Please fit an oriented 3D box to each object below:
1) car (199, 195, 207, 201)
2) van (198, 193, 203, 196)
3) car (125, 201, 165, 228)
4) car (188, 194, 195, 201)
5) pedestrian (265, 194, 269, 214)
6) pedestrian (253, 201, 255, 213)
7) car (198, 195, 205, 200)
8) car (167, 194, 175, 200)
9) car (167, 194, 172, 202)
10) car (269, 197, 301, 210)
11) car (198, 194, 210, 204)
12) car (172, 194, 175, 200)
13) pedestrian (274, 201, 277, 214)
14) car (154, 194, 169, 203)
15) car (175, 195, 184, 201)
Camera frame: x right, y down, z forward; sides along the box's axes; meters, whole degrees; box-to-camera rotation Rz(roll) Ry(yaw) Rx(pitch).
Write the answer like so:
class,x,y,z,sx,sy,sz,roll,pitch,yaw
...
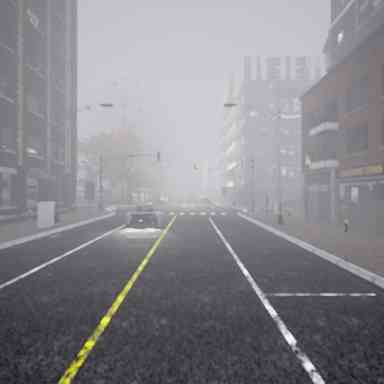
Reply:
class,x,y,z,sx,sy,sz,roll,pitch,yaw
car,2.656,1.431,81.788,1.967,1.590,4.097,0,0,0
van,2.662,1.322,70.528,1.690,1.788,3.998,0,0,0
car,-3.085,1.543,21.944,1.994,1.385,4.181,0,0,0
car,-0.038,1.534,86.733,2.033,1.411,5.357,0,0,0
pedestrian,7.120,1.133,31.741,0.375,1.860,0.375,0,0,0
pedestrian,6.120,1.115,32.941,0.375,1.860,0.375,0,0,0
car,2.651,1.548,93.048,1.887,1.381,4.507,0,0,0
car,-5.729,1.443,93.046,1.967,1.590,4.097,0,0,0
car,-5.719,1.506,70.355,1.752,1.417,4.829,0,0,0
car,13.445,1.572,46.950,5.009,1.841,2.192,1,-1,-1
car,2.664,1.523,64.897,1.887,1.381,4.507,0,0,0
car,-5.721,1.300,76.155,2.192,1.841,5.009,0,0,0
pedestrian,8.121,1.445,32.340,0.375,1.300,0.375,0,0,0
car,-5.714,1.541,59.263,1.947,1.339,4.313,0,0,0
car,-3.038,1.513,85.514,1.812,1.442,4.674,0,0,0
